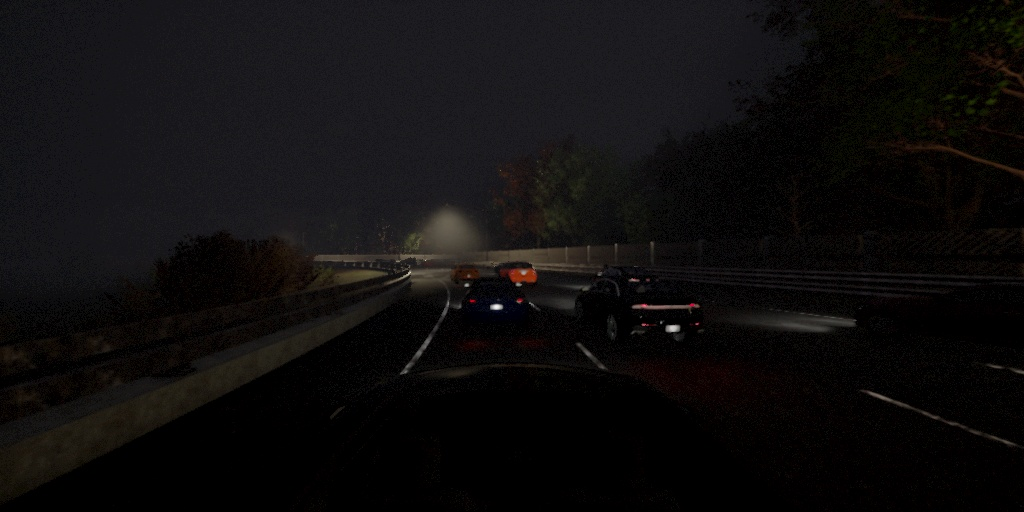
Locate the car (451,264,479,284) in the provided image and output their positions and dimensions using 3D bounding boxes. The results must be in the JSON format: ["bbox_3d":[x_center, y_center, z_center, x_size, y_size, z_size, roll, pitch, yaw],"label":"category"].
[{"bbox_3d":[-3.879,1.362,29.304,1.882,1.535,5.008,0,0,-15],"label":"car"}]

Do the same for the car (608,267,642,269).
[{"bbox_3d":[5.592,1.291,18.215,2.128,1.511,4.902,0,0,-9],"label":"car"}]

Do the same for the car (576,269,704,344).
[{"bbox_3d":[3.085,1.265,9.684,2.128,1.511,4.902,0,0,-4],"label":"car"}]

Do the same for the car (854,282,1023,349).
[{"bbox_3d":[10.299,1.267,7.490,1.812,1.442,4.674,0,0,-23],"label":"car"}]

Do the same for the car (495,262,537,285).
[{"bbox_3d":[0.336,1.210,26.875,2.097,1.767,4.553,0,0,-13],"label":"car"}]

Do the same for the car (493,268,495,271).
[{"bbox_3d":[-0.779,1.493,41.669,1.994,1.385,4.181,0,0,-21],"label":"car"}]

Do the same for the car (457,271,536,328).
[{"bbox_3d":[-0.614,1.360,11.686,1.994,1.385,4.181,0,0,-6],"label":"car"}]
